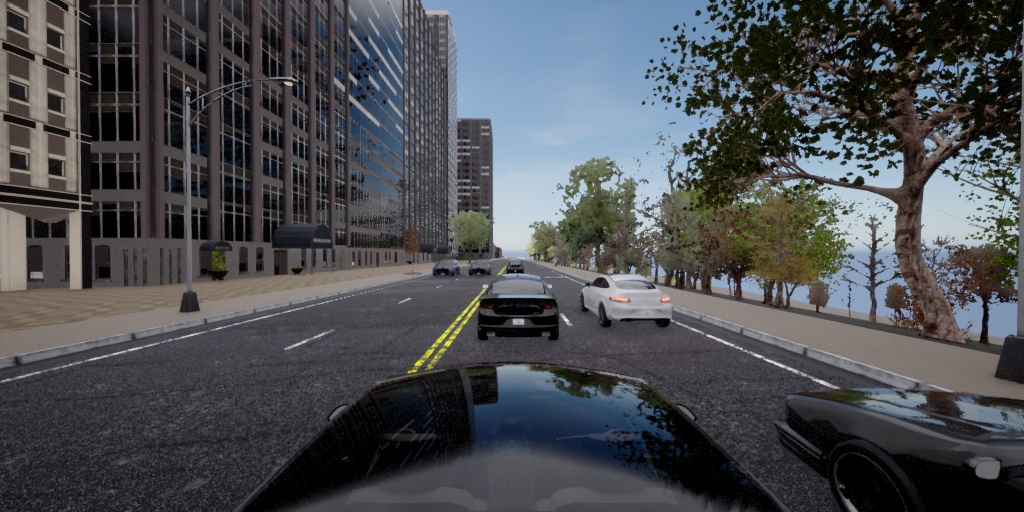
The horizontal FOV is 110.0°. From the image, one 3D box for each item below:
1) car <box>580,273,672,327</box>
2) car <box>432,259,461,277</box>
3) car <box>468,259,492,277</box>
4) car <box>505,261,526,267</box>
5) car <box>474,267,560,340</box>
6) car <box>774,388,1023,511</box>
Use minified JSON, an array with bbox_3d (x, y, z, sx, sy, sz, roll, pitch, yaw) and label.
[{"bbox_3d":[3.412,1.274,11.360,1.812,1.442,4.674,0,0,0],"label":"car"},{"bbox_3d":[-6.358,1.099,35.166,2.097,1.767,4.553,0,0,1],"label":"car"},{"bbox_3d":[-3.100,1.098,35.947,2.097,1.767,4.553,0,0,1],"label":"car"},{"bbox_3d":[0.337,1.251,37.324,1.837,1.490,4.892,0,0,0],"label":"car"},{"bbox_3d":[0.155,1.227,9.979,1.882,1.535,5.008,0,0,0],"label":"car"},{"bbox_3d":[3.344,1.298,0.818,2.033,1.411,5.357,0,0,0],"label":"car"}]
